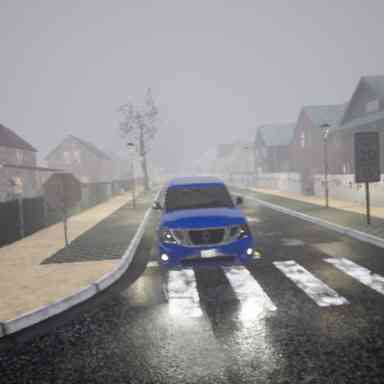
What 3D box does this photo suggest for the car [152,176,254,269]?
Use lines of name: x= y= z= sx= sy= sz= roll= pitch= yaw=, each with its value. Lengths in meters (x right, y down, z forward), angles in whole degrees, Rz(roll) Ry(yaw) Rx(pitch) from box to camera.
car: x=0.127 y=0.669 z=9.606 sx=2.150 sy=2.045 sz=5.566 roll=-3 pitch=6 yaw=-4
